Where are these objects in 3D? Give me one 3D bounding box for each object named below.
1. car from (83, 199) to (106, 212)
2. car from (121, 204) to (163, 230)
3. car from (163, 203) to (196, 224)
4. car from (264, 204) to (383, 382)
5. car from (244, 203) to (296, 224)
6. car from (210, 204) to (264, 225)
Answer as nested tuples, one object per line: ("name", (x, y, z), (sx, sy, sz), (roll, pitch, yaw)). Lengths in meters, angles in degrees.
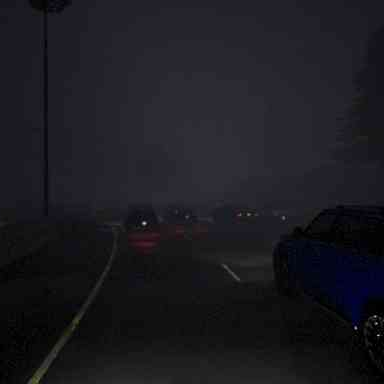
("car", (-11.628, 1.619, 39.892), (1.812, 1.442, 4.674), (0, 0, -31))
("car", (-3.417, 1.545, 21.425), (1.837, 1.490, 4.892), (0, 0, -16))
("car", (-1.040, 1.564, 25.548), (1.812, 1.442, 4.674), (0, 0, -18))
("car", (3.154, 1.218, 5.556), (2.150, 2.045, 5.566), (0, 0, -5))
("car", (6.024, 1.616, 26.425), (1.895, 1.301, 4.718), (0, 0, -17))
("car", (3.015, 1.570, 24.528), (2.033, 1.411, 5.357), (0, 0, -18))
